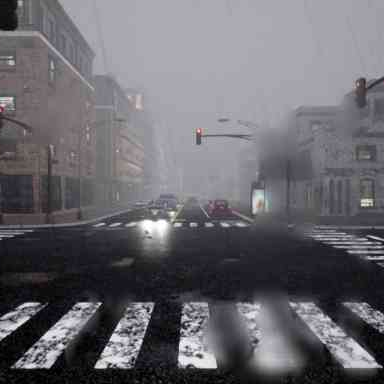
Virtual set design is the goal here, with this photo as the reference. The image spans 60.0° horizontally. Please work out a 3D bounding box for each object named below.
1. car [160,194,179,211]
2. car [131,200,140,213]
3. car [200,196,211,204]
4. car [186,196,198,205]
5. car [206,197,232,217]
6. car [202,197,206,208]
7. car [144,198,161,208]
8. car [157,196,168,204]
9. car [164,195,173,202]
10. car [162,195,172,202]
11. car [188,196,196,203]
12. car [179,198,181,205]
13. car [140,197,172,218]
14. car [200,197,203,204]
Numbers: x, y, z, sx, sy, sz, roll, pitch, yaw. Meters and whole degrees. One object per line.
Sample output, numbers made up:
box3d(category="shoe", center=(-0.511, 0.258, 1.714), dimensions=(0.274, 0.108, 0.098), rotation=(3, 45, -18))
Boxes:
box3d(category="car", center=(-3.136, 1.237, 41.578), dimensions=(2.150, 2.045, 5.566), rotation=(0, 0, 0))
box3d(category="car", center=(-5.731, 1.561, 37.420), dimensions=(2.008, 1.369, 4.403), rotation=(0, 0, 0))
box3d(category="car", center=(2.622, 1.591, 65.924), dimensions=(2.008, 1.369, 4.403), rotation=(-1, 0, 0))
box3d(category="car", center=(0.045, 1.538, 60.288), dimensions=(1.837, 1.490, 4.892), rotation=(0, 0, 0))
box3d(category="car", center=(2.654, 1.446, 31.744), dimensions=(1.967, 1.590, 4.097), rotation=(0, 0, 0))
box3d(category="car", center=(2.644, 1.597, 43.137), dimensions=(1.802, 1.307, 4.206), rotation=(0, 0, 0))
box3d(category="car", center=(-5.742, 1.571, 48.814), dimensions=(2.008, 1.369, 4.403), rotation=(0, 0, 0))
box3d(category="car", center=(-5.759, 1.565, 65.734), dimensions=(1.752, 1.417, 4.829), rotation=(0, 0, 0))
box3d(category="car", center=(-5.775, 1.592, 82.823), dimensions=(1.752, 1.417, 4.829), rotation=(-1, 0, 0))
box3d(category="car", center=(-5.771, 1.497, 77.296), dimensions=(1.967, 1.590, 4.097), rotation=(0, 0, 0))
box3d(category="car", center=(0.013, 1.572, 70.705), dimensions=(1.812, 1.442, 4.674), rotation=(0, 0, 0))
box3d(category="car", center=(-3.115, 1.381, 58.474), dimensions=(2.097, 1.767, 4.553), rotation=(0, 0, 0))
box3d(category="car", center=(-3.139, 1.496, 29.946), dimensions=(2.128, 1.511, 4.902), rotation=(0, 0, -2))
box3d(category="car", center=(2.638, 1.571, 48.834), dimensions=(2.008, 1.369, 4.403), rotation=(0, 0, 0))
